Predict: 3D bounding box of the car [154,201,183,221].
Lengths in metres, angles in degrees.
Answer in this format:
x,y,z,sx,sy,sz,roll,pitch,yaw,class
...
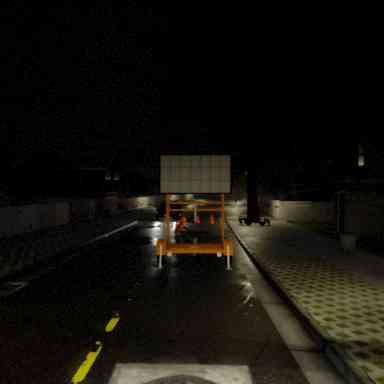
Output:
x,y,z,sx,sy,sz,roll,pitch,yaw,class
-1.825,1.505,27.089,1.837,1.490,4.892,0,0,4,car

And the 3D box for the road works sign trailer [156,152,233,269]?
x,y,z,sx,sy,sz,roll,pitch,yaw,class
0.116,0.464,11.121,2.380,3.560,2.880,0,0,2,road works sign trailer
